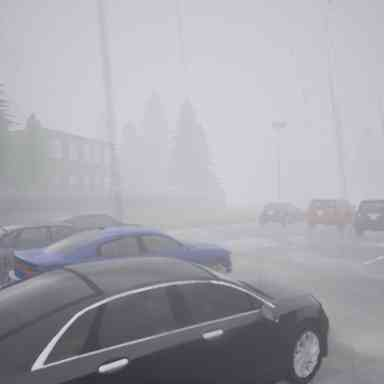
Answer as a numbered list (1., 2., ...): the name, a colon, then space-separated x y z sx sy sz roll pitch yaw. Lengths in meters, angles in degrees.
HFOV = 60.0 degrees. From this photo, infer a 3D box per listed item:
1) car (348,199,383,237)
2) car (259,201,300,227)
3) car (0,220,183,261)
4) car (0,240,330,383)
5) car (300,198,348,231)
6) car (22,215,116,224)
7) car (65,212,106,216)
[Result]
1. car: 10.922 1.432 18.786 2.150 2.045 5.566 0 0 41
2. car: 6.925 1.570 24.964 2.097 1.767 4.553 0 -1 41
3. car: -1.250 1.516 7.447 5.008 1.535 1.882 1 -1 -38
4. car: -0.368 1.527 3.739 4.892 1.490 1.837 0 0 -37
5. car: 9.690 1.451 22.720 2.150 2.045 5.566 0 0 40
6. car: -4.111 1.577 9.555 5.357 1.411 2.033 1 0 -38
7. car: -4.092 1.586 14.136 4.674 1.442 1.812 1 -1 -39
